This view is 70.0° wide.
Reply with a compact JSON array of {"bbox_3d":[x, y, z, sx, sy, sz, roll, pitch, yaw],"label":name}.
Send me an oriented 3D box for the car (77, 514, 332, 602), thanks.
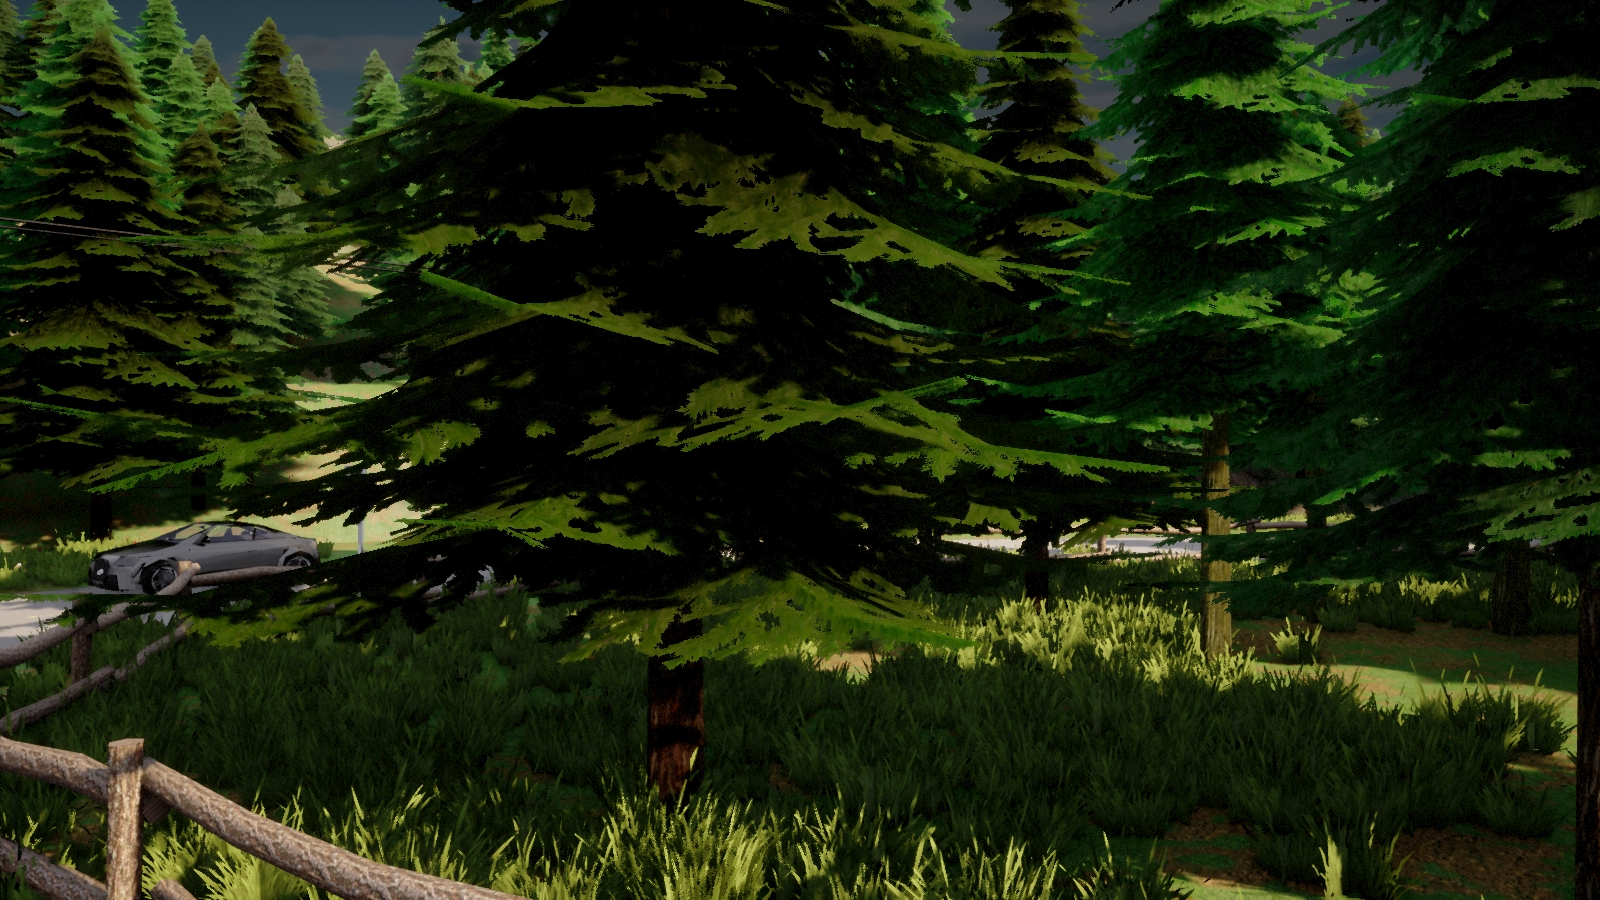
[{"bbox_3d":[-12.055,2.119,23.321,1.994,1.385,4.181,0,0,41],"label":"car"}]
